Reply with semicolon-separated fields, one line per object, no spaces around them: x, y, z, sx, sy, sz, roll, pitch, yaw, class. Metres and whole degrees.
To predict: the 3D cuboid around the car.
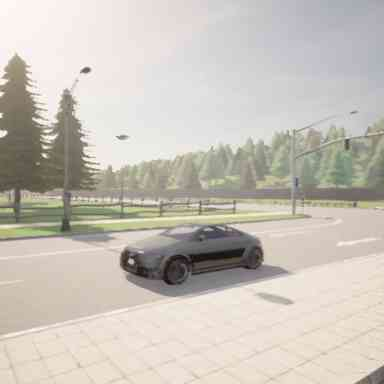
0.108;1.566;9.511;4.181;1.385;1.994;0;0;-35;car
